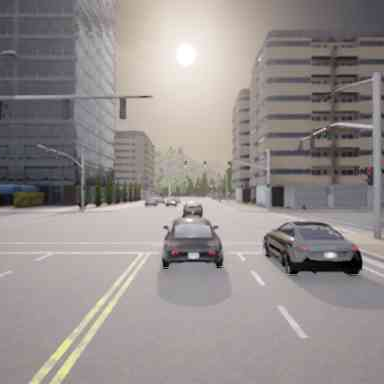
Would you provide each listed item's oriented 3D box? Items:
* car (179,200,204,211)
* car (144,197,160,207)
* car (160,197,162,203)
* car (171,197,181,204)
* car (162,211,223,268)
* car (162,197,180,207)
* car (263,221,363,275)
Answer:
[{"bbox_3d":[0.103,1.663,32.687,2.128,1.511,4.902,0,0,0],"label":"car"},{"bbox_3d":[-7.043,1.826,57.242,1.812,1.442,4.674,0,0,0],"label":"car"},{"bbox_3d":[-6.989,1.907,72.812,1.812,1.442,4.674,0,0,0],"label":"car"},{"bbox_3d":[-3.489,1.906,72.784,1.812,1.442,4.674,0,0,0],"label":"car"},{"bbox_3d":[-0.027,1.586,11.392,1.812,1.442,4.674,0,0,-2],"label":"car"},{"bbox_3d":[-3.540,1.848,57.154,2.033,1.411,5.357,0,0,1],"label":"car"},{"bbox_3d":[3.589,1.620,10.616,1.994,1.385,4.181,0,0,0],"label":"car"}]
